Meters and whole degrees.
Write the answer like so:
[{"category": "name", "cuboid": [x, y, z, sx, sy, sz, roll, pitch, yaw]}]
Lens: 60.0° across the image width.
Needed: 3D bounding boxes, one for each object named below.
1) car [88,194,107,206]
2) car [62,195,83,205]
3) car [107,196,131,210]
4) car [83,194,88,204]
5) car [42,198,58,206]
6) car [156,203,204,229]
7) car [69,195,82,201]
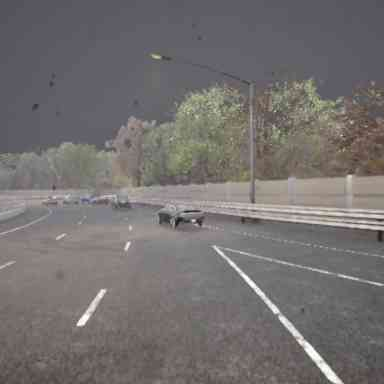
[{"category": "car", "cuboid": [-15.950, 1.539, 57.456, 1.882, 1.535, 5.008, 0, 0, -32]}, {"category": "car", "cuboid": [-22.144, 1.659, 60.680, 2.033, 1.411, 5.357, 0, 0, -36]}, {"category": "car", "cuboid": [-9.674, 1.381, 44.800, 2.097, 1.767, 4.553, 0, 0, -23]}, {"category": "car", "cuboid": [-18.922, 1.310, 62.260, 2.150, 2.045, 5.566, 0, 0, -36]}, {"category": "car", "cuboid": [-25.046, 1.688, 58.722, 1.994, 1.385, 4.181, 0, 0, -36]}, {"category": "car", "cuboid": [-0.885, 1.479, 21.583, 2.128, 1.511, 4.902, -1, 0, -24]}, {"category": "car", "cuboid": [-31.372, 1.665, 89.709, 2.128, 1.511, 4.902, 0, 0, -3]}]
